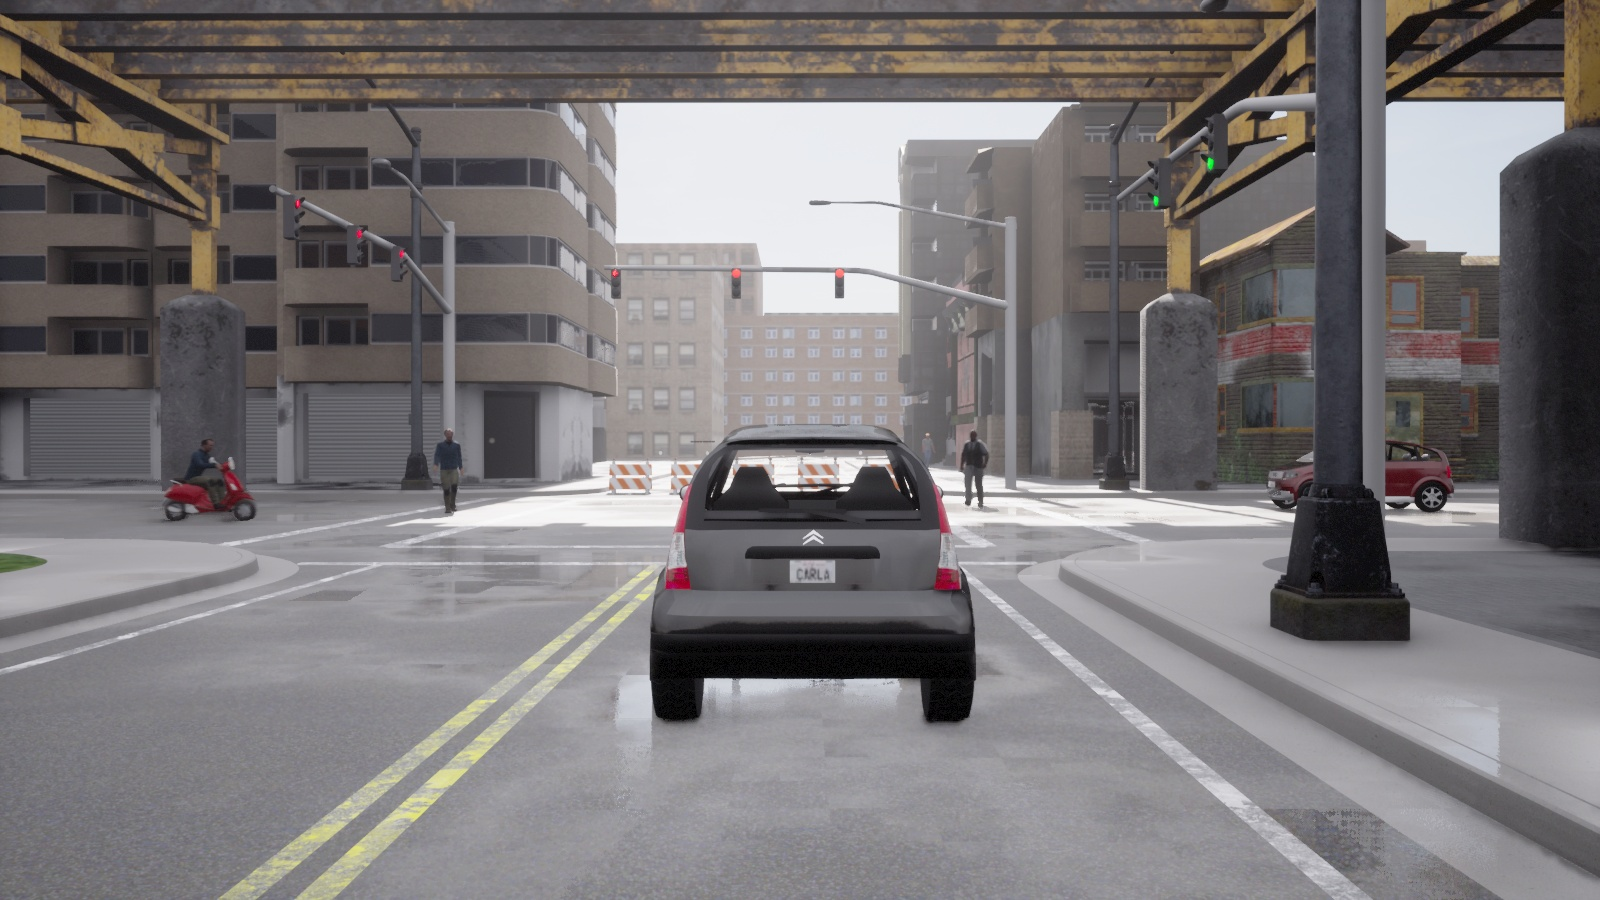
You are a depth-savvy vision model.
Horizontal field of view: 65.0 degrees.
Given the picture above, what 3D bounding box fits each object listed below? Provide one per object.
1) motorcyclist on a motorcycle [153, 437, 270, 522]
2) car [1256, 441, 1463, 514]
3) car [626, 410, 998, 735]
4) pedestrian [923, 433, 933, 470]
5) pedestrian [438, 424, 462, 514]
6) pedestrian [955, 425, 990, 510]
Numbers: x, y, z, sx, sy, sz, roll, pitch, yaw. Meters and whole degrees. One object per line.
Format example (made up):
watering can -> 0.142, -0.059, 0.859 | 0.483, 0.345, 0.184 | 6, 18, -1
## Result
motorcyclist on a motorcycle -> -11.220, 0.555, 23.982 | 1.817, 1.590, 0.866 | 0, 0, 0
car -> 12.146, 0.580, 27.426 | 3.705, 1.549, 1.789 | 0, 0, 0
car -> 0.073, 0.598, 8.243 | 1.851, 1.617, 3.988 | 0, 0, 0
pedestrian -> 6.305, 0.066, 61.882 | 0.354, 1.836, 0.706 | 0, 0, -7
pedestrian -> -7.311, 0.390, 26.215 | 0.402, 1.842, 0.726 | 0, 0, -22
pedestrian -> 3.924, 0.386, 28.475 | 0.563, 1.883, 0.849 | 0, 0, 25
